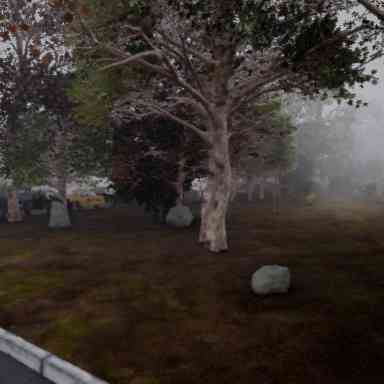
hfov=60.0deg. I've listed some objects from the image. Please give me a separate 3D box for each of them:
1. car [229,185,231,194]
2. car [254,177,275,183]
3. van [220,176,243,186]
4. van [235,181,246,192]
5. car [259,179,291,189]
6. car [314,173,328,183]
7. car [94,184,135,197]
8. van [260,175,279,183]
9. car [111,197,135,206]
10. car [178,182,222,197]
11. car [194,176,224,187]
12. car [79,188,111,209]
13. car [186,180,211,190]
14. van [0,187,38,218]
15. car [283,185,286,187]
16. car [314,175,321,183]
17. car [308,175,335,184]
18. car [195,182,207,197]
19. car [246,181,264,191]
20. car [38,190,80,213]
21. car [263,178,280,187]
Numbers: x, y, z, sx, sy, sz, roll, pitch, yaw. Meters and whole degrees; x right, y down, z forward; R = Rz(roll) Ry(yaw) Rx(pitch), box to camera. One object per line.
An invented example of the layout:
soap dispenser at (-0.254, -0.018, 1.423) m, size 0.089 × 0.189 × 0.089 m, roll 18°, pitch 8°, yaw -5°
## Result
car at (2.603, -0.443, 42.045) m, size 4.674 × 1.452 × 2.002 m, roll 2°, pitch 4°, yaw 37°
car at (18.501, -3.068, 84.813) m, size 4.892 × 1.521 × 2.231 m, roll 2°, pitch 4°, yaw 37°
van at (8.468, -2.425, 71.318) m, size 4.442 × 1.987 × 1.878 m, roll 2°, pitch 4°, yaw 37°
van at (4.366, -0.841, 44.170) m, size 4.442 × 1.987 × 1.878 m, roll 2°, pitch 4°, yaw 37°
car at (14.295, -1.438, 57.528) m, size 4.892 × 1.521 × 2.231 m, roll 2°, pitch 4°, yaw 37°
car at (29.293, -2.962, 77.456) m, size 5.566 × 2.045 × 2.435 m, roll 2°, pitch 4°, yaw 37°
car at (-9.275, -0.192, 40.289) m, size 1.895 × 1.301 × 4.718 m, roll 2°, pitch 4°, yaw 37°
van at (20.275, -3.445, 86.971) m, size 4.442 × 1.987 × 1.878 m, roll 2°, pitch 4°, yaw 37°
car at (-7.387, 0.374, 28.745) m, size 4.792 × 1.488 × 2.163 m, roll 2°, pitch 4°, yaw 37°
car at (0.931, -0.346, 39.829) m, size 5.008 × 1.535 × 2.097 m, roll 2°, pitch 4°, yaw 37°
car at (3.294, -2.041, 64.698) m, size 5.566 × 2.045 × 2.435 m, roll 2°, pitch 4°, yaw 37°
car at (-9.228, 0.473, 26.661) m, size 5.366 × 1.575 × 1.946 m, roll 2°, pitch 4°, yaw 37°
car at (1.144, -1.167, 53.937) m, size 1.994 × 1.385 × 4.181 m, roll 2°, pitch 4°, yaw 37°
van at (-12.513, 0.531, 22.180) m, size 4.442 × 1.987 × 1.878 m, roll 2°, pitch 4°, yaw 37°
car at (12.645, -1.272, 55.303) m, size 4.792 × 1.488 × 2.163 m, roll 2°, pitch 4°, yaw 37°
car at (24.456, -2.264, 70.703) m, size 5.366 × 1.575 × 1.946 m, roll 2°, pitch 4°, yaw 37°
car at (31.009, -3.113, 79.635) m, size 5.566 × 2.045 × 2.435 m, roll 2°, pitch 5°, yaw 37°
car at (-0.735, -0.168, 37.616) m, size 4.674 × 1.452 × 2.002 m, roll 2°, pitch 4°, yaw 37°
car at (7.590, -0.864, 48.698) m, size 4.792 × 1.488 × 2.163 m, roll 2°, pitch 4°, yaw 37°
car at (-10.726, 0.651, 24.318) m, size 4.792 × 1.488 × 2.163 m, roll 2°, pitch 4°, yaw 37°
car at (10.804, -1.174, 53.217) m, size 5.366 × 1.575 × 1.946 m, roll 2°, pitch 4°, yaw 37°
